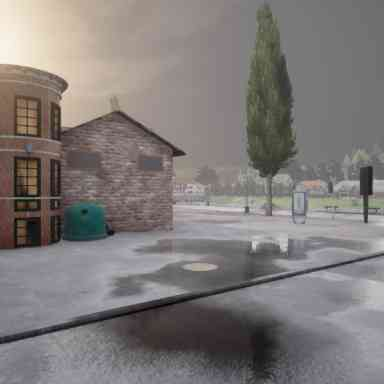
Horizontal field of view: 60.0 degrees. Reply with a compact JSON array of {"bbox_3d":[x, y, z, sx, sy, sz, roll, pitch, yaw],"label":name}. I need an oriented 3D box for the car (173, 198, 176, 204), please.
[{"bbox_3d":[-4.632,1.526,60.368,1.812,1.442,4.674,0,0,-35],"label":"car"}]
